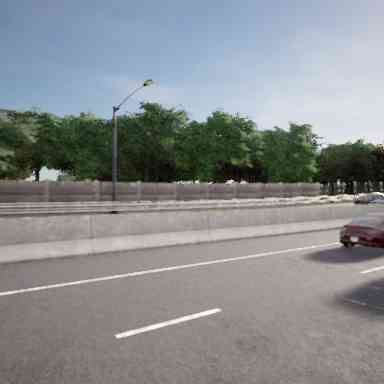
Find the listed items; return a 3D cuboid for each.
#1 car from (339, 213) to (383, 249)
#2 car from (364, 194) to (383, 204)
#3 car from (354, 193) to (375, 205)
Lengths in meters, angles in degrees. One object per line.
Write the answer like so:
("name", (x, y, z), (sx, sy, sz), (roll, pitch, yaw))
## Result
("car", (7.878, 1.566, 13.554), (4.674, 1.442, 1.812), (0, 0, -35))
("car", (24.526, 1.253, 41.927), (5.357, 1.411, 2.033), (-1, 1, -33))
("car", (24.541, 1.009, 46.098), (4.553, 1.767, 2.097), (-2, 1, -33))
